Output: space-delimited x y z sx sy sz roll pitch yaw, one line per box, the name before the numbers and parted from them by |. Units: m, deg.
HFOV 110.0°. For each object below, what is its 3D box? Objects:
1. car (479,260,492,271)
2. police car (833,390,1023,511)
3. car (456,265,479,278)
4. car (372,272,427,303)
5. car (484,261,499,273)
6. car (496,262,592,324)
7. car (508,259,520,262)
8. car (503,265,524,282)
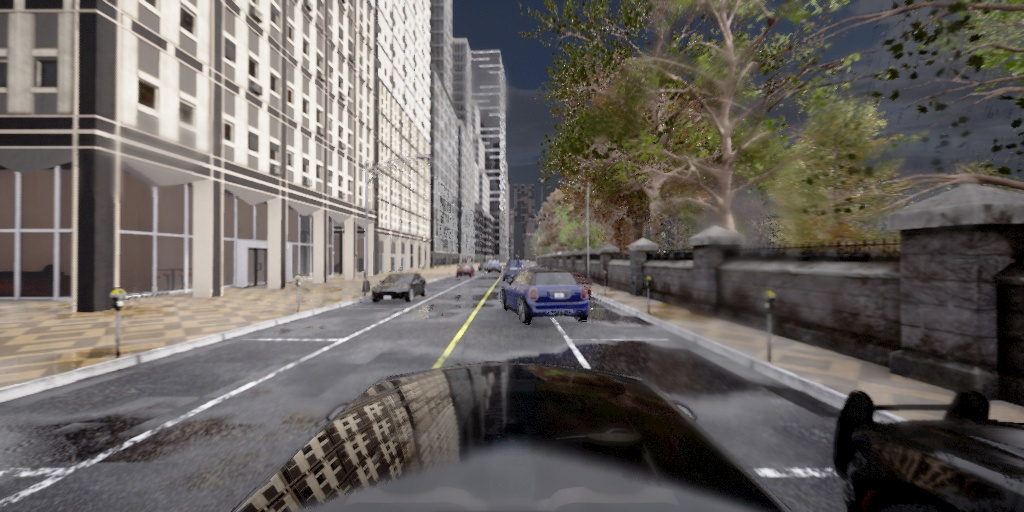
car | -4.859 1.909 62.926 1.948 1.339 4.313 0 0 1
police car | 3.011 1.161 0.274 1.930 1.638 5.238 0 -1 0
car | -5.214 1.667 40.425 1.888 1.381 4.507 0 0 0
car | -5.467 1.471 17.932 1.948 1.339 4.313 0 0 0
car | -2.512 1.788 52.544 2.033 1.411 5.357 0 -1 1
car | 0.964 1.207 12.730 2.097 1.767 4.553 0 -1 -12
car | 0.312 1.451 51.257 2.150 2.045 5.566 0 0 1
car | 0.142 1.578 33.336 1.812 1.442 4.674 0 0 1
